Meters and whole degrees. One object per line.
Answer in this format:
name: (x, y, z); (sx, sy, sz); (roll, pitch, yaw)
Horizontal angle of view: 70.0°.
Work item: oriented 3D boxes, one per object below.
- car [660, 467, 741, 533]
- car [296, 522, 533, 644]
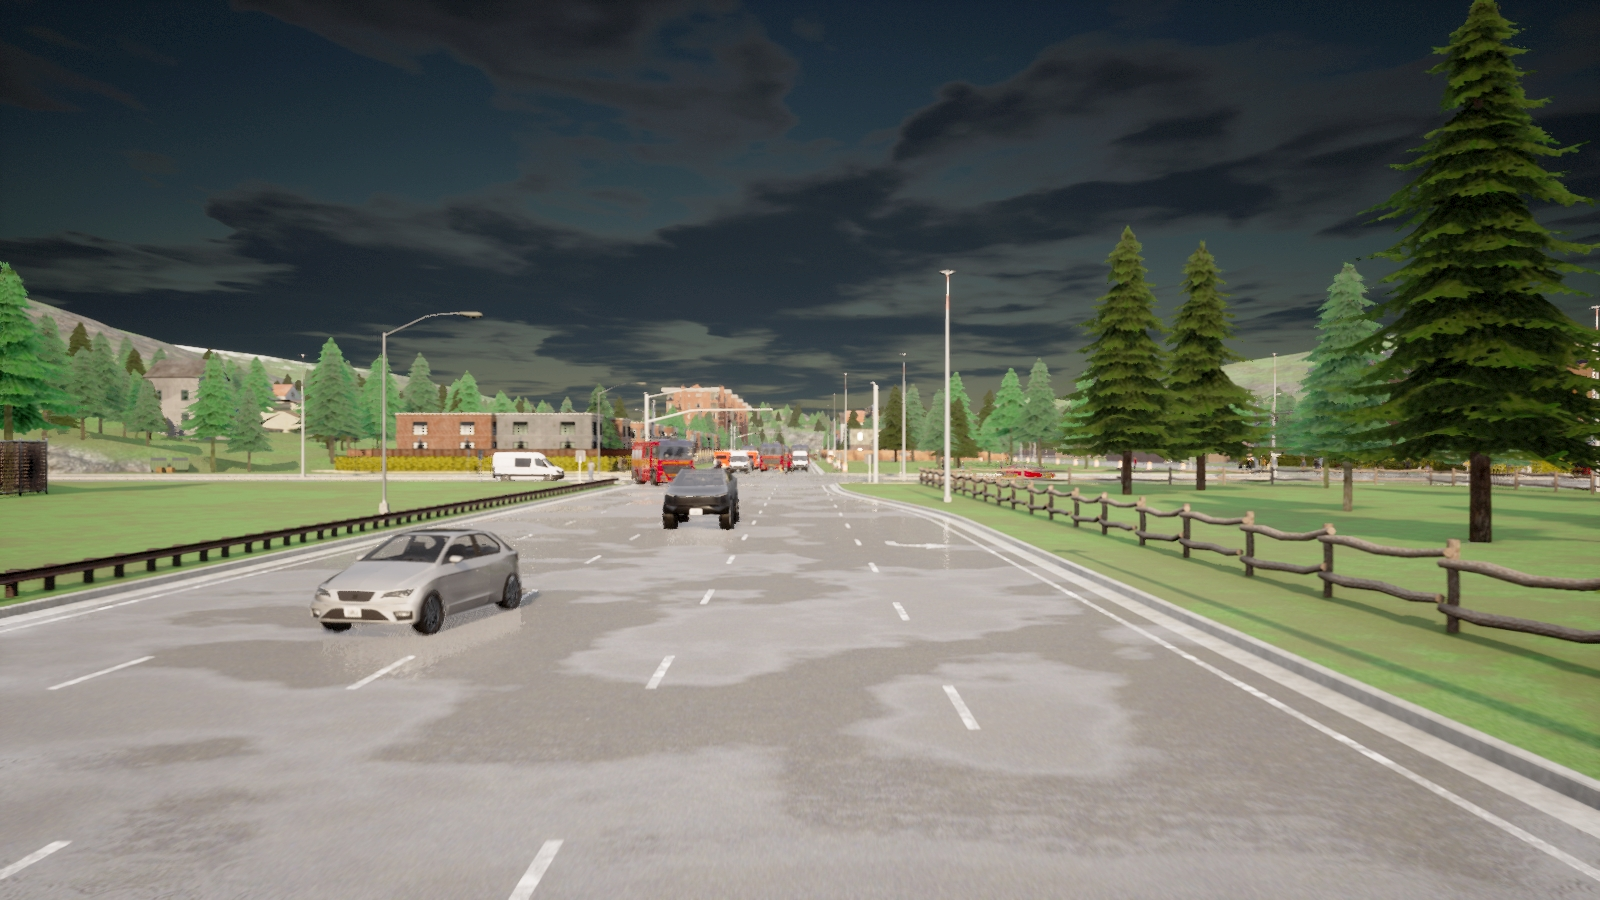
car: (-3.504, 1.725, 41.538); (2.390, 2.098, 6.274); (0, 0, 0)
car: (-6.094, 2.052, 18.628); (1.816, 1.474, 4.193); (0, 0, 11)
